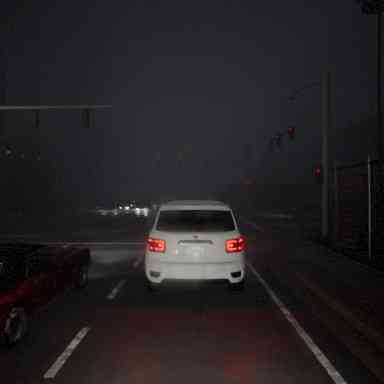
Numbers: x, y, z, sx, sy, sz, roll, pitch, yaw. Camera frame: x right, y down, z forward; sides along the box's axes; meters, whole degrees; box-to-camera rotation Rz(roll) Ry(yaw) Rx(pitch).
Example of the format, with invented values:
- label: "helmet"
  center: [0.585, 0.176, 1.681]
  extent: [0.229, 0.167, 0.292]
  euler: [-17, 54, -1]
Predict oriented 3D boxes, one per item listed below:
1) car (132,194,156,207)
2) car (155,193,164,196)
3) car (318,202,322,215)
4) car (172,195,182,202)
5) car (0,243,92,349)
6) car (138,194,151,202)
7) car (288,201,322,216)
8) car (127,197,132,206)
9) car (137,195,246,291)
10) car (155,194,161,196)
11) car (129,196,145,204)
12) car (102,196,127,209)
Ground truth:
- label: "car"
  center: [-7.008, 1.491, 49.016]
  extent: [2.128, 1.511, 4.902]
  euler: [0, 0, 0]
- label: "car"
  center: [-6.889, 1.221, 68.988]
  extent: [2.150, 2.045, 5.566]
  euler: [0, 0, 0]
- label: "car"
  center: [12.571, 1.656, 25.517]
  extent: [4.718, 1.301, 1.895]
  euler: [0, 0, 0]
- label: "car"
  center: [-3.375, 1.540, 76.732]
  extent: [2.033, 1.411, 5.357]
  euler: [0, 0, 0]
- label: "car"
  center: [-3.433, 1.601, 6.207]
  extent: [1.895, 1.301, 4.718]
  euler: [0, 0, 1]
- label: "car"
  center: [-10.382, 1.354, 73.220]
  extent: [2.097, 1.767, 4.553]
  euler: [0, 0, 0]
- label: "car"
  center: [11.904, 1.581, 32.714]
  extent: [4.674, 1.442, 1.812]
  euler: [0, 0, -1]
- label: "car"
  center: [-10.504, 1.491, 53.780]
  extent: [2.128, 1.511, 4.902]
  euler: [0, 0, 0]
- label: "car"
  center: [0.087, 1.221, 9.132]
  extent: [2.150, 2.045, 5.566]
  euler: [0, 0, 0]
- label: "car"
  center: [-6.981, 1.525, 58.275]
  extent: [1.812, 1.442, 4.674]
  euler: [0, 0, 0]
- label: "car"
  center: [-10.449, 1.491, 63.171]
  extent: [2.128, 1.511, 4.902]
  euler: [0, 0, 1]
- label: "car"
  center: [-10.522, 1.352, 44.627]
  extent: [2.097, 1.767, 4.553]
  euler: [0, 0, 0]
